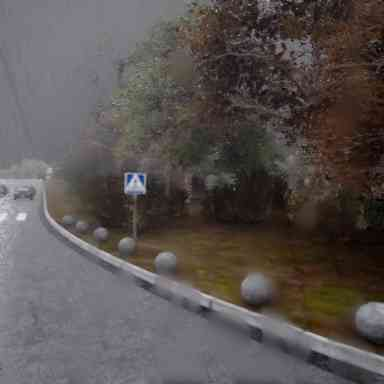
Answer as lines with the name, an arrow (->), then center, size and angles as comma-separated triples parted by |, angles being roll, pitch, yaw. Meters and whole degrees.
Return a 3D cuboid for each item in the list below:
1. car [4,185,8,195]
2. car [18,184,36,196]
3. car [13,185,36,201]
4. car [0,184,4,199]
car -> -25.531, -0.322, 44.048 | 2.033, 1.411, 5.357 | 1, 2, -24
car -> -22.827, -0.294, 46.139 | 1.994, 1.385, 4.181 | 1, 2, -24
car -> -18.532, 0.131, 36.643 | 1.812, 1.442, 4.674 | 1, 2, -24
car -> -21.209, 0.067, 34.687 | 1.882, 1.535, 5.008 | 1, 2, -24
